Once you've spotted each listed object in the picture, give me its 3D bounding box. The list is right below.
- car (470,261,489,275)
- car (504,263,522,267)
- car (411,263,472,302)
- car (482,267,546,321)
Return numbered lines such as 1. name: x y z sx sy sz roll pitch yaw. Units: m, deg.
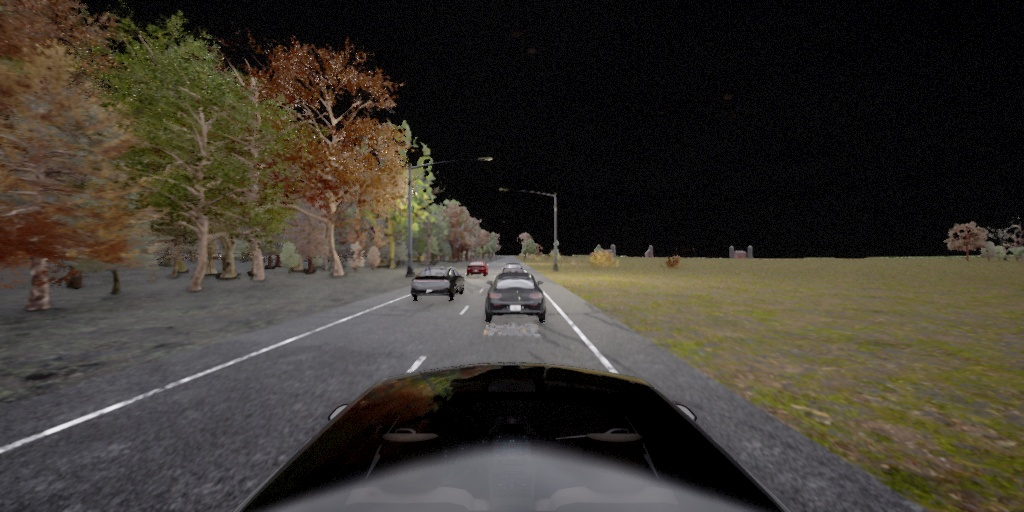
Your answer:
1. car: -3.398 1.219 36.114 1.882 1.535 5.008 0 0 0
2. car: 0.095 1.290 30.278 2.033 1.411 5.357 0 0 0
3. car: -3.398 1.237 17.125 2.128 1.511 4.902 0 0 0
4. car: 0.103 1.272 12.236 1.812 1.442 4.674 0 0 0
